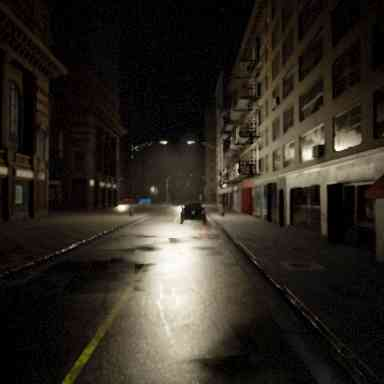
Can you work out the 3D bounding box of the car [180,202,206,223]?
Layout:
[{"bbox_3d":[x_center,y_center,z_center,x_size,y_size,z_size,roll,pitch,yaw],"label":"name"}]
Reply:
[{"bbox_3d":[0.107,1.696,28.656,2.097,1.767,4.553,0,-1,0],"label":"car"}]

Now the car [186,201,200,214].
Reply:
[{"bbox_3d":[0.107,2.062,45.233,1.882,1.535,5.008,0,-1,0],"label":"car"}]
